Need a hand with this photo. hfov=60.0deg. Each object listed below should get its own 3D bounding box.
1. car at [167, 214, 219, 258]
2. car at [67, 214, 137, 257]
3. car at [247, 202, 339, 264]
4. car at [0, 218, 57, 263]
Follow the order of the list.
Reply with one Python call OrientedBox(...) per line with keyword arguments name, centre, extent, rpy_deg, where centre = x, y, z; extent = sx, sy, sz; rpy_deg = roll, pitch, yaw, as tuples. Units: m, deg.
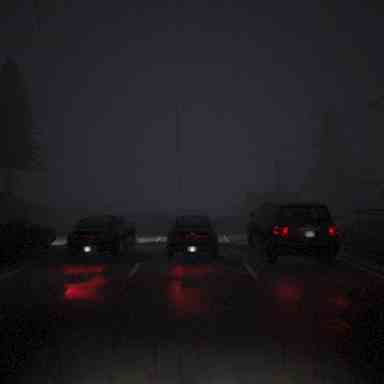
OrientedBox(name="car", centre=(0.027, 1.655, 13.502), extent=(1.837, 1.490, 4.892), rpy_deg=(0, 0, 0))
OrientedBox(name="car", centre=(-3.472, 1.655, 13.511), extent=(1.837, 1.490, 4.892), rpy_deg=(0, 0, 0))
OrientedBox(name="car", centre=(3.518, 1.362, 12.573), extent=(2.150, 2.045, 5.566), rpy_deg=(0, 0, 0))
OrientedBox(name="car", centre=(-6.983, 1.684, 12.514), extent=(2.033, 1.411, 5.357), rpy_deg=(0, -1, 0))
